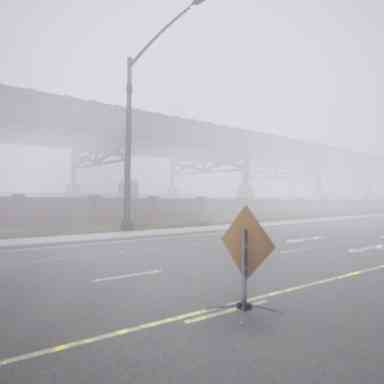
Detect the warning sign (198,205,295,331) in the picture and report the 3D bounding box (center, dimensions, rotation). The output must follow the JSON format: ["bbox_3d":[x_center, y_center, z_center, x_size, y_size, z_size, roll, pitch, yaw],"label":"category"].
[{"bbox_3d":[0.920,1.165,5.835,1.060,1.860,1.300,1,-1,-36],"label":"warning sign"}]
